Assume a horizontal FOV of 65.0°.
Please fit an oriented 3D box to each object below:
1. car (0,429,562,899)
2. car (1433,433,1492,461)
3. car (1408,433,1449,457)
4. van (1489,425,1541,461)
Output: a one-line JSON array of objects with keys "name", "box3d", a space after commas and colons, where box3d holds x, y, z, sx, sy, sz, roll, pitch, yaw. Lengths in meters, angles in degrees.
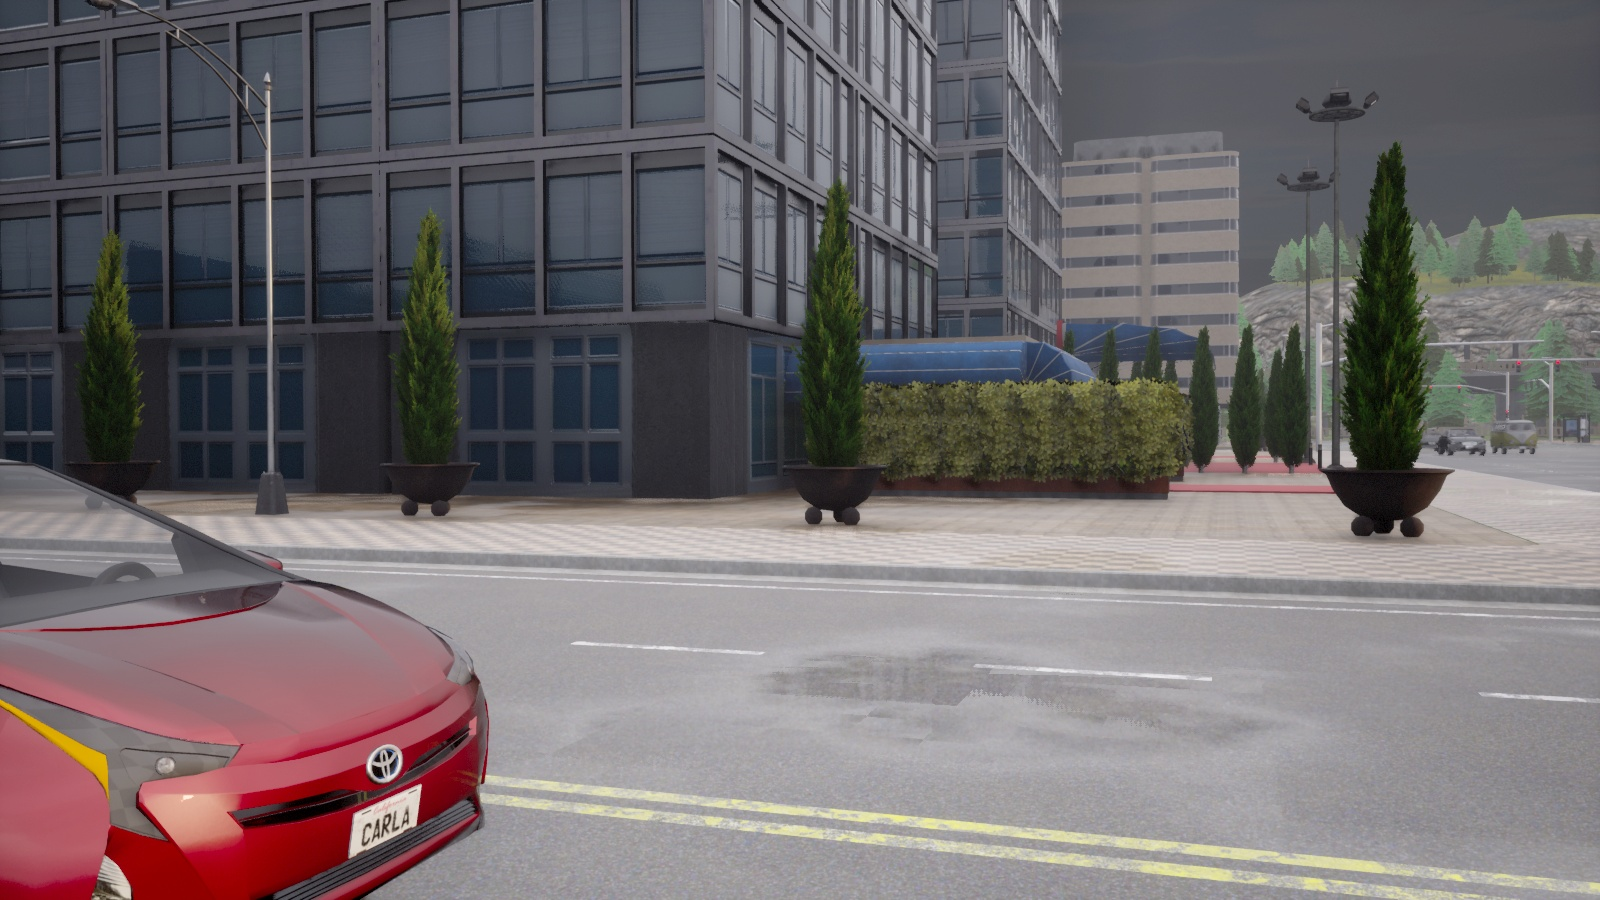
[{"name": "car", "box3d": [-3.322, 0.692, 4.311, 4.514, 1.525, 2.007, 1, 1, 19]}, {"name": "car", "box3d": [36.913, -0.201, 70.066, 2.128, 1.511, 4.902, 1, 1, 18]}, {"name": "car", "box3d": [40.534, -0.341, 81.056, 1.789, 1.549, 3.705, 1, 1, 18]}, {"name": "van", "box3d": [41.650, -0.437, 73.252, 1.775, 1.987, 4.442, 1, 1, 18]}]
